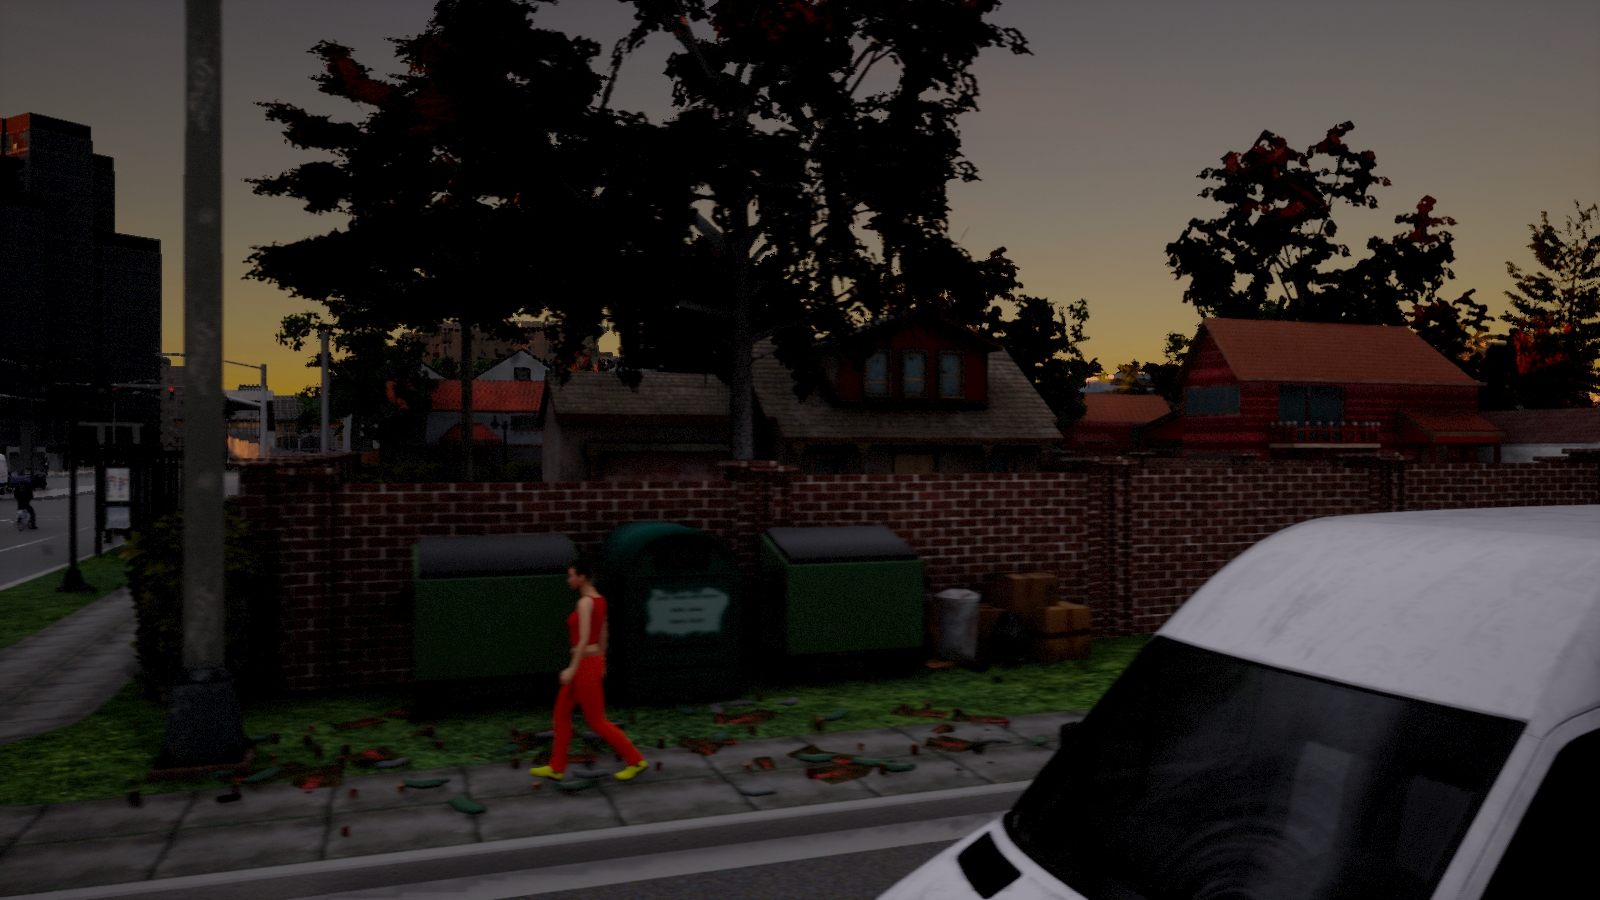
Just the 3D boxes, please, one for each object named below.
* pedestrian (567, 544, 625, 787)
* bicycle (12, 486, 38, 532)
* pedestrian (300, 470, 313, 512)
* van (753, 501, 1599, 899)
[{"bbox_3d":[-1.618,1.697,9.104,0.375,1.860,0.375,0,0,4],"label":"pedestrian"},{"bbox_3d":[-27.085,2.054,39.964,0.329,1.496,1.835,0,0,-20],"label":"bicycle"},{"bbox_3d":[-22.334,1.855,51.741,0.375,1.860,0.375,0,0,25],"label":"pedestrian"},{"bbox_3d":[2.945,1.536,4.370,5.915,2.561,1.988,0,0,-20],"label":"van"}]
